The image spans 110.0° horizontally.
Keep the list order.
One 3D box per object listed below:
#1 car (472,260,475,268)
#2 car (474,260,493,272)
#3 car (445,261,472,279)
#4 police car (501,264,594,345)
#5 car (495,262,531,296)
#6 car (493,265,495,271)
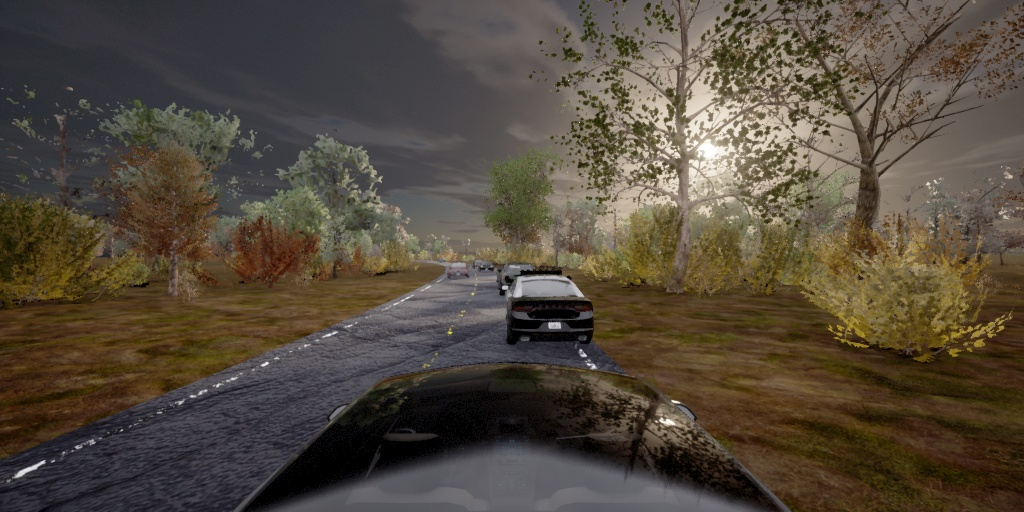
[{"bbox_3d":[-5.571,1.291,58.833,2.033,1.411,5.357,0,0,-11],"label":"car"},{"bbox_3d":[-3.479,1.347,46.593,1.895,1.301,4.718,0,0,-9],"label":"car"},{"bbox_3d":[-4.792,1.274,32.433,1.812,1.442,4.674,0,0,-6],"label":"car"},{"bbox_3d":[0.768,1.175,9.698,1.930,1.638,5.238,0,0,-2],"label":"police car"},{"bbox_3d":[0.298,1.100,19.627,2.097,1.767,4.553,0,0,-4],"label":"car"},{"bbox_3d":[-0.146,1.253,25.687,1.837,1.490,4.892,0,0,-5],"label":"car"}]
